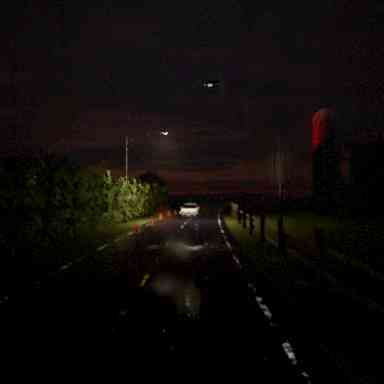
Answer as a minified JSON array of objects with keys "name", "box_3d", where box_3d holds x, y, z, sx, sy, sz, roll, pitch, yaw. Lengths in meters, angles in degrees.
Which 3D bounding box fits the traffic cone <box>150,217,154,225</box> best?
[{"name":"traffic cone","box_3d":[-3.090,2.218,25.445,0.340,0.580,0.340,0,-1,3]}]

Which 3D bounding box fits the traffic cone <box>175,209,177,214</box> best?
[{"name":"traffic cone","box_3d":[-1.992,2.377,40.483,0.340,0.580,0.340,0,-1,5]}]

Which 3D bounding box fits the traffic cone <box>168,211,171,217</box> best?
[{"name":"traffic cone","box_3d":[-2.411,2.324,35.475,0.340,0.580,0.340,0,-1,4]}]

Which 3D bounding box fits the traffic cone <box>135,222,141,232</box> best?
[{"name":"traffic cone","box_3d":[-3.349,2.166,20.426,0.340,0.580,0.340,0,-1,3]}]

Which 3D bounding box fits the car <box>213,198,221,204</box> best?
[{"name":"car","box_3d":[6.501,2.382,85.560,1.882,1.535,5.008,0,-1,8]}]

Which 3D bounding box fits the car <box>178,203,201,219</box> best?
[{"name":"car","box_3d":[-0.163,1.873,33.423,1.812,1.442,4.674,0,-1,4]}]
